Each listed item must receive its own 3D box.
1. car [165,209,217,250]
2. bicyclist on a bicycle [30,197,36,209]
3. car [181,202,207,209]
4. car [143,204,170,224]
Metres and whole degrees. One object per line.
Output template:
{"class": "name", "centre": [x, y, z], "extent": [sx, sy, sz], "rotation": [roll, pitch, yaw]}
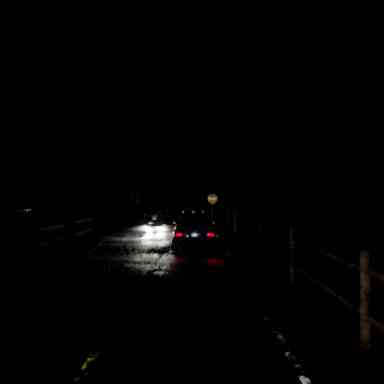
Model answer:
{"class": "car", "centre": [0.096, 1.694, 15.041], "extent": [2.033, 1.411, 5.357], "rotation": [0, -1, 0]}
{"class": "bicyclist on a bicycle", "centre": [-22.489, 1.587, 46.972], "extent": [0.582, 1.620, 1.656], "rotation": [1, 0, 1]}
{"class": "car", "centre": [0.145, 1.624, 27.970], "extent": [2.097, 1.767, 4.553], "rotation": [0, 0, 1]}
{"class": "car", "centre": [-2.783, 1.757, 27.245], "extent": [2.128, 1.511, 4.902], "rotation": [0, -1, 1]}
